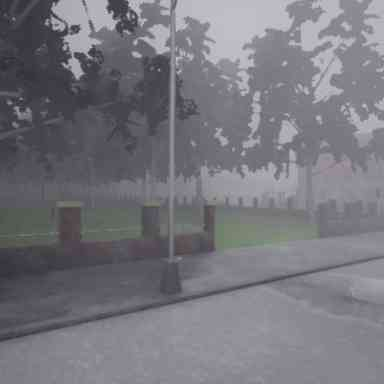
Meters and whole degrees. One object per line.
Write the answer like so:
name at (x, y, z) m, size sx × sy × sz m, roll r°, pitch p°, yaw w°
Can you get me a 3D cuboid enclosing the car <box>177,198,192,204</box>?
car at (-1.014, 1.888, 59.687) m, size 1.812 × 1.442 × 4.674 m, roll 1°, pitch -1°, yaw -35°
